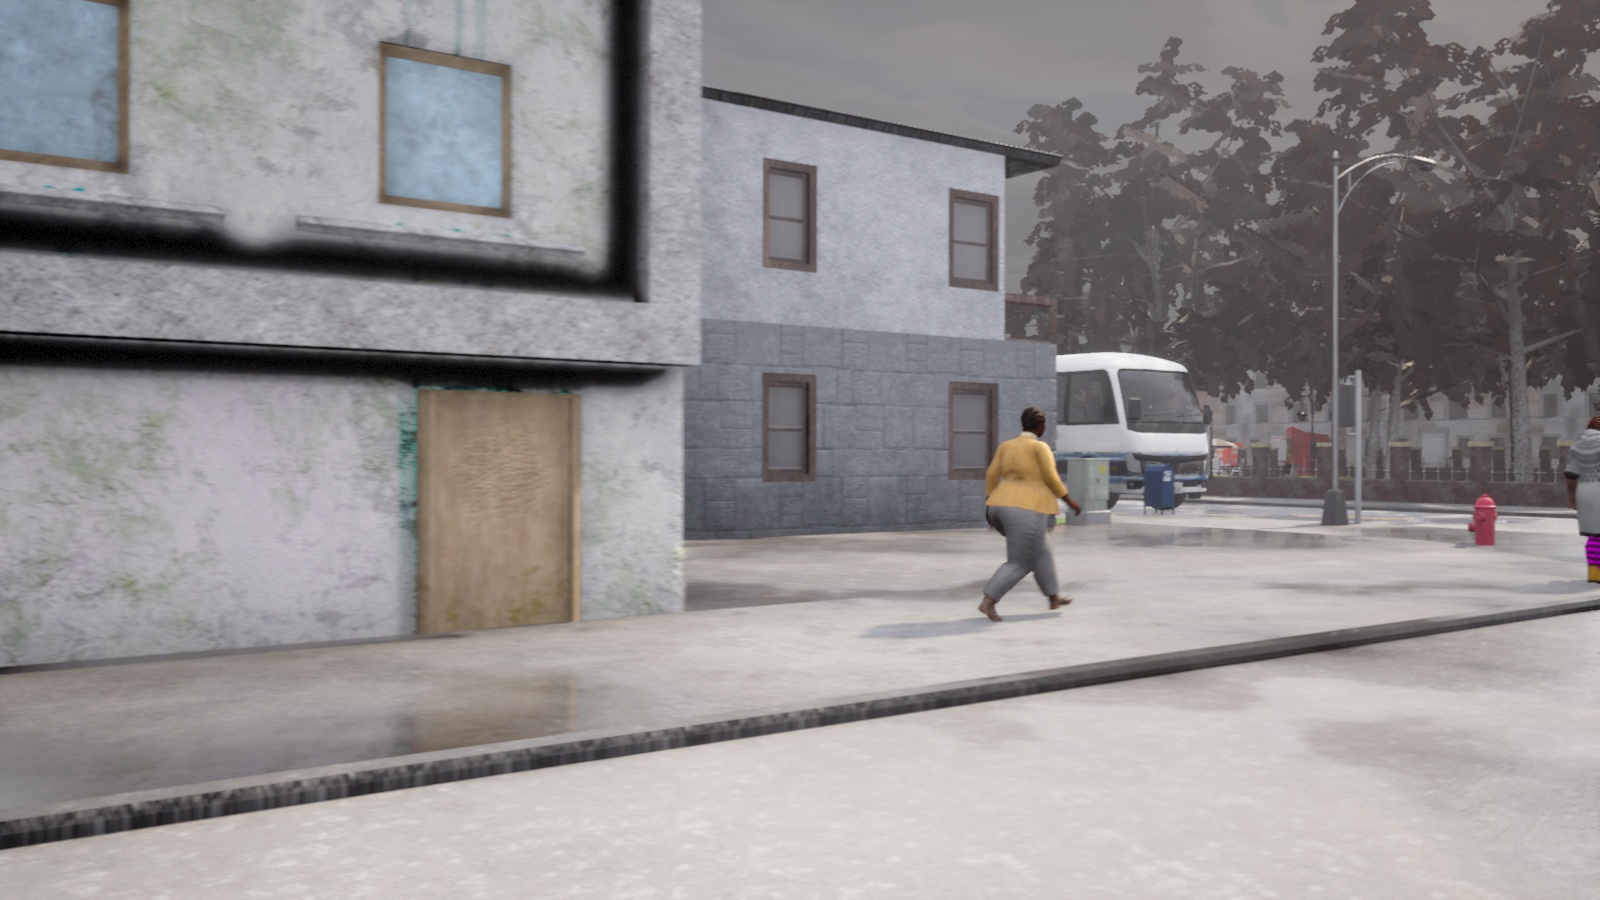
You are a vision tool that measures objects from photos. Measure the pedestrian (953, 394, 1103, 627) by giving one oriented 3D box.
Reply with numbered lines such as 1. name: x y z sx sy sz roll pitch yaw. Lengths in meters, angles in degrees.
1. pedestrian: 1.910 0.484 10.575 0.900 1.855 0.874 0 0 -26

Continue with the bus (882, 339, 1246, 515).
1. bus: 7.062 -0.532 35.709 3.944 4.253 10.273 0 0 -34

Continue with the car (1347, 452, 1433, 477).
1. car: 37.018 0.886 78.851 2.007 1.525 4.514 0 0 -35

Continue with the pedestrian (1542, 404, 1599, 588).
1. pedestrian: 8.736 0.485 13.712 0.873 1.952 0.659 0 0 -7
